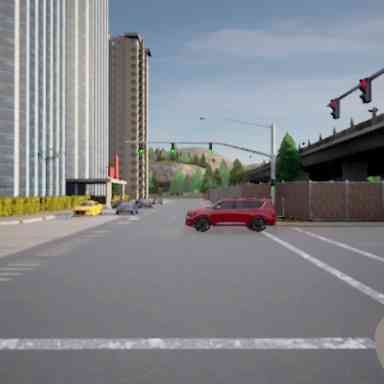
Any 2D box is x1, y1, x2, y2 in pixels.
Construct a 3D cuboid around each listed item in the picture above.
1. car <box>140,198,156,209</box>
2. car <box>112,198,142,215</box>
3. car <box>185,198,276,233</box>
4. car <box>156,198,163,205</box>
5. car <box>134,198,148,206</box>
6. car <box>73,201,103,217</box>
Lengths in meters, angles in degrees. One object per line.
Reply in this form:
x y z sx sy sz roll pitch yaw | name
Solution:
-7.090 1.852 50.652 1.812 1.442 4.674 0 0 0 | car
-7.098 1.763 36.769 1.812 1.442 4.674 0 0 0 | car
2.371 1.404 20.625 5.566 2.045 2.150 0 0 0 | car
-7.004 1.933 68.200 2.128 1.511 4.902 0 0 0 | car
-10.499 1.993 68.228 2.033 1.411 5.357 0 0 0 | car
-10.601 1.698 34.082 1.882 1.535 5.008 0 0 0 | car
